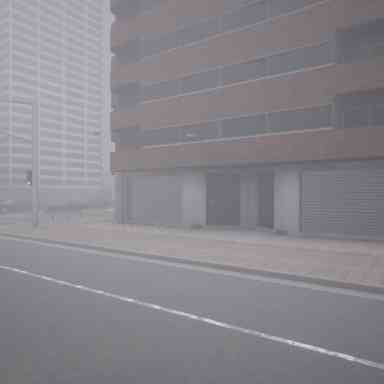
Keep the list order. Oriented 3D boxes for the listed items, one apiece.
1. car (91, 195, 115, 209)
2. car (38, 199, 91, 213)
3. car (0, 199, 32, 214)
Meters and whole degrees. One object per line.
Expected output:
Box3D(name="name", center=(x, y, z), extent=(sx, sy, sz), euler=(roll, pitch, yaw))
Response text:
Box3D(name="car", center=(-12.779, 1.505, 44.135), extent=(1.837, 1.490, 4.892), euler=(0, 0, 35))
Box3D(name="car", center=(-13.867, 1.601, 36.443), extent=(1.895, 1.301, 4.718), euler=(0, 0, 35))
Box3D(name="car", center=(-18.731, 1.478, 35.579), extent=(1.882, 1.535, 5.008), euler=(0, 0, 35))
